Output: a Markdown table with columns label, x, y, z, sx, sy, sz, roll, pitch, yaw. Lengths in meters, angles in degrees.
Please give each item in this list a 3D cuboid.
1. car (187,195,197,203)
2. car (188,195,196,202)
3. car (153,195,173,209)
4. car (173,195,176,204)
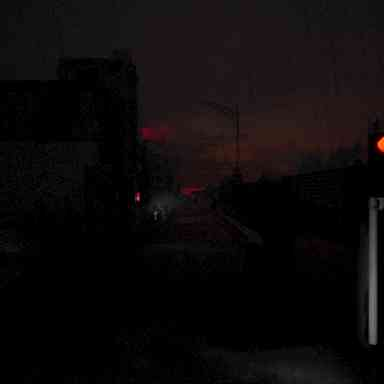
| label | x | y | z | sx | sy | sz | roll | pitch | yaw |
| --- | --- | --- | --- | --- | --- | --- | --- | --- | --- |
| car | 0.062 | 1.478 | 69.680 | 1.882 | 1.535 | 5.008 | 0 | 0 | 0 |
| car | -0.041 | 1.524 | 79.672 | 1.812 | 1.442 | 4.674 | 0 | 0 | 0 |
| car | -4.118 | 1.491 | 44.316 | 2.128 | 1.511 | 4.902 | 0 | 0 | 0 |
| car | -4.117 | 1.601 | 53.600 | 1.895 | 1.301 | 4.718 | 0 | 0 | 0 |
